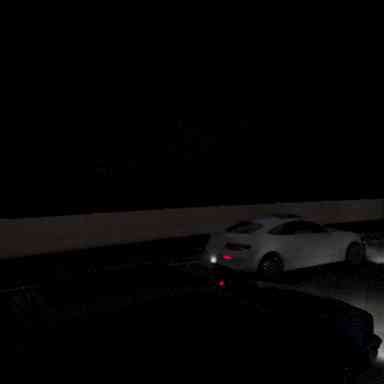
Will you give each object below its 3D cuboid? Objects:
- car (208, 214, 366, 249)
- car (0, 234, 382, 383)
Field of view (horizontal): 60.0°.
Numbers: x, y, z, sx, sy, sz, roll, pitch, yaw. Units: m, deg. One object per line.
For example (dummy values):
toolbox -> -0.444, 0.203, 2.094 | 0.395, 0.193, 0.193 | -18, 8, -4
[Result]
car -> 2.578, 1.335, 9.006 | 4.674, 1.442, 1.812 | -1, 1, -26
car -> -0.445, 1.503, 3.208 | 5.357, 1.411, 2.033 | -2, 1, -32
